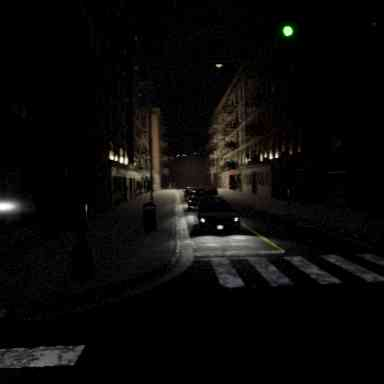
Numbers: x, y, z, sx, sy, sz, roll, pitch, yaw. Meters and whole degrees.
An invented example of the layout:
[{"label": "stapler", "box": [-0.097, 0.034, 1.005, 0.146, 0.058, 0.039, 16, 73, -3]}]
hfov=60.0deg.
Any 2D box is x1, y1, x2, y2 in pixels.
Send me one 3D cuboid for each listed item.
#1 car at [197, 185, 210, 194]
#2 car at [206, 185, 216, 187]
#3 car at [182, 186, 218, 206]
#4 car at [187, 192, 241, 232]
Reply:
[{"label": "car", "box": [1.935, -0.488, 56.011, 1.812, 1.442, 4.674, -1, 2, -3]}, {"label": "car", "box": [2.444, -0.189, 45.885, 1.882, 1.535, 5.008, -1, 2, -3]}, {"label": "car", "box": [0.512, 0.567, 25.948, 2.128, 1.511, 4.902, -1, 2, -3]}, {"label": "car", "box": [1.007, 0.954, 16.147, 2.033, 1.411, 5.357, -1, 2, -3]}]
